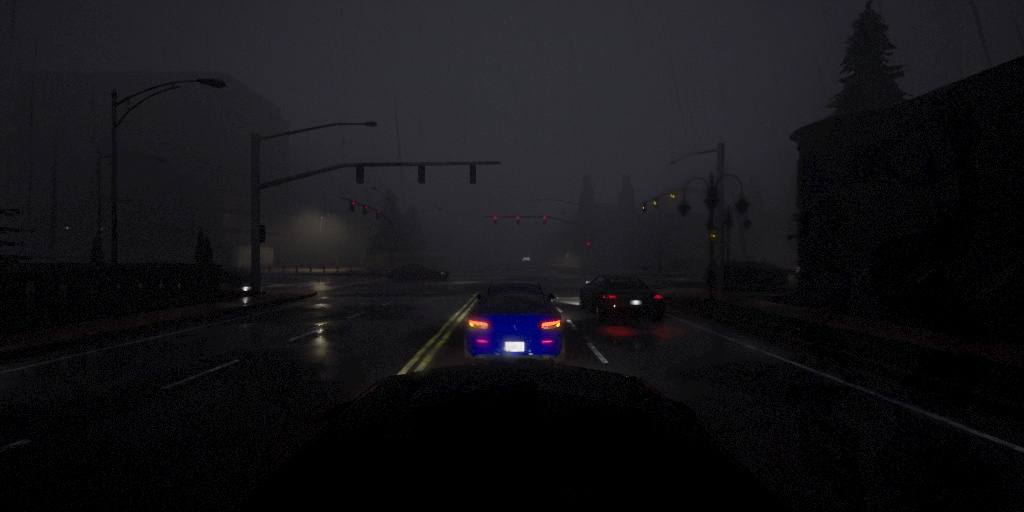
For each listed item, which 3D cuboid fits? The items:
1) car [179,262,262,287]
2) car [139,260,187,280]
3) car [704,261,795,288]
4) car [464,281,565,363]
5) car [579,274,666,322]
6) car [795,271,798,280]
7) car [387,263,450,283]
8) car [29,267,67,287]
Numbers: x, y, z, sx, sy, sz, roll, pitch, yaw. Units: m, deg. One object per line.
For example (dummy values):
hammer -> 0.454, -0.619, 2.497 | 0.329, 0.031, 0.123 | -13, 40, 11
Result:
car -> -19.315, 1.272, 23.904 | 4.674, 1.442, 1.812 | 0, 0, 0
car -> -25.701, 1.098, 27.391 | 4.553, 1.767, 2.097 | 0, 0, 0
car -> 15.255, 1.098, 23.461 | 4.553, 1.767, 2.097 | 0, 0, 0
car -> 0.063, 1.275, 7.998 | 1.812, 1.442, 4.674 | 0, 0, 0
car -> 3.581, 1.312, 12.349 | 1.994, 1.385, 4.181 | 0, 0, 0
car -> 18.660, 1.224, 26.981 | 5.008, 1.535, 1.882 | 0, 0, 0
car -> -7.065, 1.271, 27.256 | 4.674, 1.442, 1.812 | 0, 0, 2
car -> -29.336, 1.347, 23.893 | 4.718, 1.301, 1.895 | 0, 0, 0
